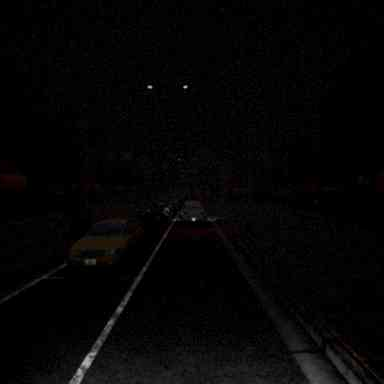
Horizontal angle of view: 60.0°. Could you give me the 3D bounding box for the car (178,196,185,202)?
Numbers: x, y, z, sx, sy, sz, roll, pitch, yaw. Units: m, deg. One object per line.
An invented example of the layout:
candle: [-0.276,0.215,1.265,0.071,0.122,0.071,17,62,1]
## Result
car: [-2.654,1.764,86.999,1.752,1.417,4.829,-2,0,0]

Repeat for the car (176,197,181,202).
car: [-2.656,1.566,38.512,2.008,1.369,4.403,-2,0,0]

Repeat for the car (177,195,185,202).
car: [-2.658,1.653,81.632,1.967,1.590,4.097,-2,0,0]

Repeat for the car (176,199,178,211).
car: [-2.652,1.583,33.060,1.802,1.307,4.206,-1,0,0]

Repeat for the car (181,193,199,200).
car: [0.099,1.377,41.230,2.097,1.767,4.553,0,0,0]

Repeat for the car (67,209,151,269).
car: [-2.656,1.506,11.105,1.752,1.417,4.829,-1,0,0]

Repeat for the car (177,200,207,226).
car: [0.104,1.508,23.310,1.812,1.442,4.674,0,0,0]

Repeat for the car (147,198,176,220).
car: [-2.659,1.429,27.617,1.967,1.590,4.097,-2,0,0]
